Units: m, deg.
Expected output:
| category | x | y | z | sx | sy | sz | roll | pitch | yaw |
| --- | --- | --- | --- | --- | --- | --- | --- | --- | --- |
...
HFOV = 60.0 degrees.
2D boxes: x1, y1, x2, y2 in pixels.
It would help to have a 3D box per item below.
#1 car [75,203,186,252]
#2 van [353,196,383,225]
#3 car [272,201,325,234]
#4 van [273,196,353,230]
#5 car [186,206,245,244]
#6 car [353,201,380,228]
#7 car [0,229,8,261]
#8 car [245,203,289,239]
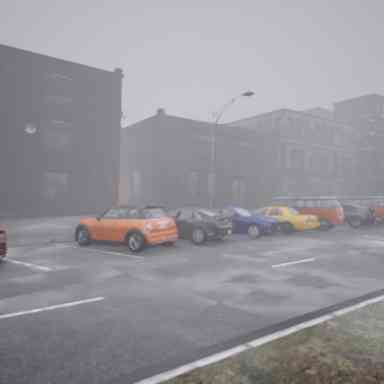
| category | x | y | z | sx | sy | sz | roll | pitch | yaw |
| --- | --- | --- | --- | --- | --- | --- | --- | --- | --- |
| car | -2.839 | 1.346 | 13.930 | 4.553 | 1.767 | 2.185 | -1 | -1 | 35 |
| van | 12.244 | 1.280 | 23.995 | 4.442 | 1.987 | 1.878 | -1 | -1 | 36 |
| car | 4.477 | 1.490 | 19.147 | 5.366 | 1.575 | 1.946 | -1 | -1 | 36 |
| van | 7.230 | 1.269 | 20.656 | 4.442 | 1.987 | 1.878 | -1 | -1 | 36 |
| car | -0.357 | 1.480 | 15.649 | 4.892 | 1.521 | 2.231 | -1 | -1 | 36 |
| car | 9.615 | 1.531 | 22.406 | 4.792 | 1.488 | 2.163 | -1 | -1 | 36 |
| car | -7.806 | 1.460 | 10.481 | 5.008 | 1.535 | 2.097 | -1 | -1 | 34 |
| car | 2.127 | 1.484 | 17.366 | 5.008 | 1.535 | 2.097 | -1 | -1 | 36 |
